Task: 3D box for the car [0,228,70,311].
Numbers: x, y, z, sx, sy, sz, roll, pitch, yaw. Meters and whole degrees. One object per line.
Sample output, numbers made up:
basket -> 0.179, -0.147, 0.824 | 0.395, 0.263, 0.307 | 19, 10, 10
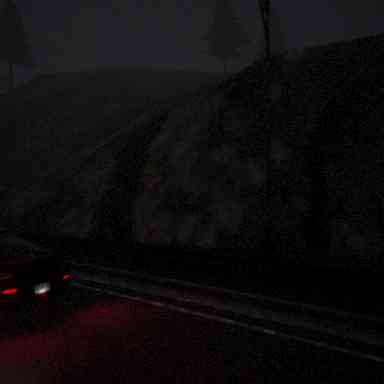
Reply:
car -> -4.523, 1.483, 6.941 | 4.674, 1.442, 1.812 | 0, 0, 32
